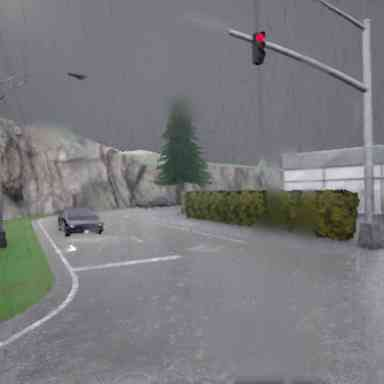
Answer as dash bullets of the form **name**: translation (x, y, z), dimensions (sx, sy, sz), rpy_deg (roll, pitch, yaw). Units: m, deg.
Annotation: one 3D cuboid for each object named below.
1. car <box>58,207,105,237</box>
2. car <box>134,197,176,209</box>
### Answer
- **car**: translation (-6.344, 1.557, 18.593), dimensions (2.033, 1.411, 5.357), rpy_deg (-2, 1, -27)
- **car**: translation (-4.546, 1.343, 41.688), dimensions (5.357, 1.411, 2.033), rpy_deg (-2, 0, -38)
